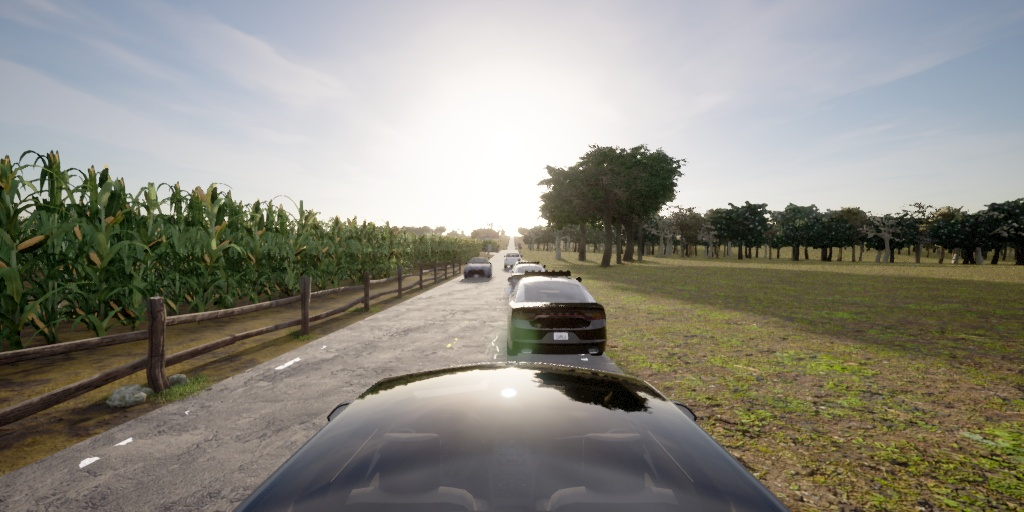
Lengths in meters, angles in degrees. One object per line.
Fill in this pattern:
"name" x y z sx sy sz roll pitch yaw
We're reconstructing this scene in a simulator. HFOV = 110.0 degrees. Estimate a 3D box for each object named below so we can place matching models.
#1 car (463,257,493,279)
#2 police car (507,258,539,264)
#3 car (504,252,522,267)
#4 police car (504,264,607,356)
"car" -2.684 0.914 29.281 2.097 1.767 4.553 0 1 0
"police car" 0.866 1.090 18.716 1.930 1.638 5.238 0 0 0
"car" 0.131 0.527 46.112 2.150 2.045 5.566 0 1 1
"police car" 0.843 1.154 8.715 1.930 1.638 5.238 0 0 0
